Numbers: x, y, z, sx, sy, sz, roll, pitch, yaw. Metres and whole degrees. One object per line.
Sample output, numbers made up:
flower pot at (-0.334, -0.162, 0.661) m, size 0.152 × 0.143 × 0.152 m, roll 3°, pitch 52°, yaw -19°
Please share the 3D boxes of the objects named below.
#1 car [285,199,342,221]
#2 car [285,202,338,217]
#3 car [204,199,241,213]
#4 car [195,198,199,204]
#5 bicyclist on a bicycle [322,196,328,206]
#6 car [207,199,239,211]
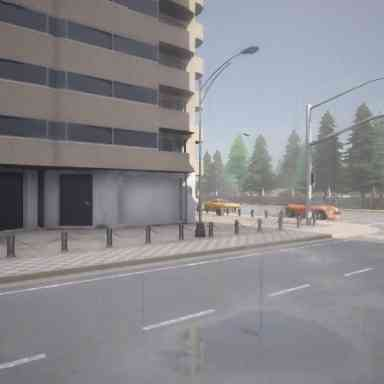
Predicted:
car at (10.345, 1.408, 28.392) m, size 2.097 × 1.767 × 4.553 m, roll 0°, pitch 0°, yaw -36°
car at (11.609, 1.656, 32.625) m, size 1.895 × 1.301 × 4.718 m, roll 0°, pitch 0°, yaw -36°
car at (3.454, 1.533, 37.951) m, size 1.882 × 1.535 × 5.008 m, roll 0°, pitch 0°, yaw -36°
car at (-0.534, 1.581, 61.754) m, size 1.812 × 1.442 × 4.674 m, roll 0°, pitch 0°, yaw -36°
bicyclist on a bicycle at (17.332, 1.356, 43.463) m, size 1.656 × 1.620 × 0.582 m, roll 0°, pitch 0°, yaw -36°
car at (3.972, 1.619, 43.215) m, size 1.994 × 1.385 × 4.181 m, roll 0°, pitch 0°, yaw -36°
